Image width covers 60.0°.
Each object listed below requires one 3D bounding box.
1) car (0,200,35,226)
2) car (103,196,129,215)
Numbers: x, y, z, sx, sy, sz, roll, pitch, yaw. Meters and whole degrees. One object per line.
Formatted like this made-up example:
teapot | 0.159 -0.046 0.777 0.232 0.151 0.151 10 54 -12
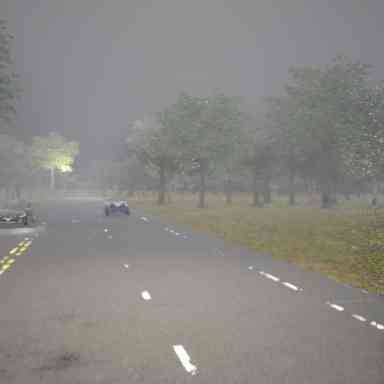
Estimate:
car | -11.241 1.301 21.300 1.837 1.490 4.892 1 0 -18
car | -7.207 1.190 31.307 2.097 1.767 4.553 1 0 -18
